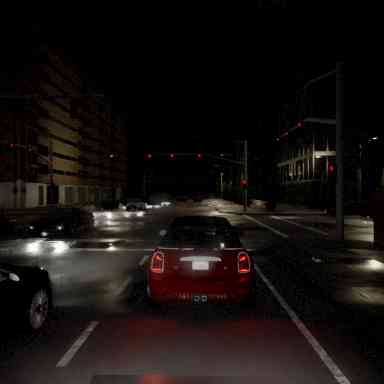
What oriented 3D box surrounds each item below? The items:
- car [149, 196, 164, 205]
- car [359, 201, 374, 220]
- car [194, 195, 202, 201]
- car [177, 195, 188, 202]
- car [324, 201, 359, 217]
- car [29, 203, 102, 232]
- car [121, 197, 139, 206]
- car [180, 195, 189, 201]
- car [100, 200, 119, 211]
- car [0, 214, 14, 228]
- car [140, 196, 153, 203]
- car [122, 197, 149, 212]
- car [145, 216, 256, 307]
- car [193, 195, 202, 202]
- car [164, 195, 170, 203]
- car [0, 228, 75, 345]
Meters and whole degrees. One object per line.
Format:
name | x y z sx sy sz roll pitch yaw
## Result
car | -6.361 1.564 55.906 1.994 1.385 4.181 0 0 2
car | 16.702 1.603 26.497 5.357 1.411 2.033 0 0 1
car | 1.576 1.478 84.013 1.882 1.535 5.008 0 0 2
car | -2.228 1.524 73.881 2.128 1.511 4.902 0 0 2
car | 14.516 1.547 30.045 4.902 1.511 2.128 0 0 1
car | -6.846 1.571 18.127 2.033 1.411 5.357 0 0 0
car | -9.924 1.564 53.858 1.994 1.385 4.181 0 0 2
car | -1.927 1.540 83.967 2.033 1.411 5.357 0 0 2
car | -10.198 1.601 40.153 1.895 1.301 4.718 0 0 1
car | -10.375 1.574 15.778 1.994 1.385 4.181 0 0 1
car | -9.392 1.595 68.663 1.895 1.301 4.718 0 0 2
car | -6.696 1.526 39.779 1.812 1.442 4.674 0 0 0
car | 0.223 1.352 8.139 2.097 1.767 4.553 0 0 2
car | 1.271 1.478 73.859 1.882 1.535 5.008 0 0 2
car | -5.777 1.512 72.431 2.128 1.511 4.902 0 0 2
car | -3.395 1.492 3.911 2.128 1.511 4.902 0 0 1
